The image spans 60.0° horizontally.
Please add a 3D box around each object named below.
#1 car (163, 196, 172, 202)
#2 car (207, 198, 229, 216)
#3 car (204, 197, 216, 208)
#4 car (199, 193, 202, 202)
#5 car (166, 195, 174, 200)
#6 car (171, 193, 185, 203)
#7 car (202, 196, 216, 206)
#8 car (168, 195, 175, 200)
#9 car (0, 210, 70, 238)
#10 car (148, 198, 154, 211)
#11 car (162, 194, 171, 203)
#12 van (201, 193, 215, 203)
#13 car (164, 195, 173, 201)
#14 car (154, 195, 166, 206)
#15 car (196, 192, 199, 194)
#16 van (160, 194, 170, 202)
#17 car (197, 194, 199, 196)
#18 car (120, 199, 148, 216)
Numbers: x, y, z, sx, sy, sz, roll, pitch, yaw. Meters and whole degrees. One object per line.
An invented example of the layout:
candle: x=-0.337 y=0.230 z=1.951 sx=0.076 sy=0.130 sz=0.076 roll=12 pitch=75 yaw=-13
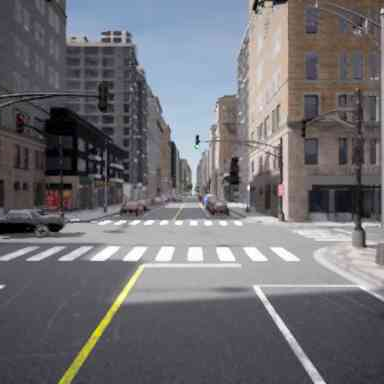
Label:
car: x=-5.815 y=1.546 z=77.934 sx=1.802 sy=1.307 sz=4.206 roll=1 pitch=0 yaw=0
car: x=2.690 y=1.561 z=32.538 sx=1.802 sy=1.307 sz=4.206 roll=1 pitch=0 yaw=0
car: x=2.692 y=1.558 z=38.212 sx=1.802 sy=1.307 sz=4.206 roll=1 pitch=0 yaw=0
car: x=2.703 y=1.284 z=55.232 sx=2.192 sy=1.841 sz=5.009 roll=1 pitch=0 yaw=0
car: x=-5.810 y=1.527 z=89.281 sx=1.947 sy=1.339 sz=4.313 roll=1 pitch=0 yaw=0
car: x=-2.968 y=1.466 z=69.817 sx=1.837 sy=1.490 sz=4.892 roll=0 pitch=0 yaw=0
car: x=2.695 y=1.555 z=43.885 sx=1.802 sy=1.307 sz=4.206 roll=1 pitch=0 yaw=0
car: x=-5.807 y=1.526 z=94.954 sx=1.947 sy=1.339 sz=4.313 roll=1 pitch=0 yaw=0
car: x=-8.566 y=1.519 z=16.247 sx=4.718 sy=1.301 sz=1.895 roll=1 pitch=0 yaw=-11
car: x=-5.833 y=1.522 z=38.225 sx=1.887 sy=1.381 sz=4.507 roll=1 pitch=0 yaw=0
car: x=-5.819 y=1.407 z=66.589 sx=1.967 sy=1.590 sz=4.097 roll=1 pitch=0 yaw=0
van: x=2.700 y=1.312 z=49.559 sx=1.690 sy=1.788 sz=3.998 roll=1 pitch=0 yaw=0
car: x=-5.812 y=1.514 z=83.607 sx=2.008 sy=1.369 sz=4.403 roll=1 pitch=0 yaw=0
car: x=-5.825 y=1.552 z=55.243 sx=1.802 sy=1.307 sz=4.206 roll=1 pitch=0 yaw=0
car: x=2.718 y=1.275 z=89.273 sx=2.192 sy=1.841 sz=5.009 roll=1 pitch=0 yaw=0
van: x=-5.815 y=1.307 z=72.262 sx=1.690 sy=1.788 sz=3.998 roll=1 pitch=0 yaw=0
car: x=2.711 y=1.529 z=77.925 sx=1.947 sy=1.339 sz=4.313 roll=1 pitch=0 yaw=0
car: x=-5.836 y=1.525 z=32.552 sx=1.887 sy=1.381 sz=4.507 roll=1 pitch=0 yaw=0
